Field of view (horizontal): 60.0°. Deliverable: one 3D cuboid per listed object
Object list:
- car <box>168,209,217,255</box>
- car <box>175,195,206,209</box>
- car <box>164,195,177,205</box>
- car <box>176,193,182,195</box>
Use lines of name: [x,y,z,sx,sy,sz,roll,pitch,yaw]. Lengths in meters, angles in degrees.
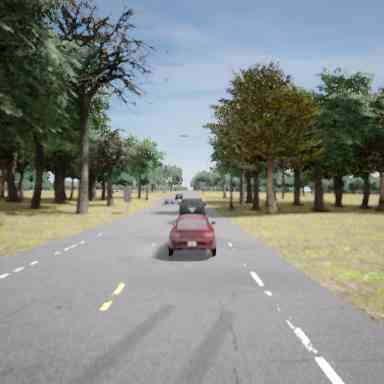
car: [0.028,1.667,13.900,1.812,1.442,4.674,0,0,1]
car: [0.015,1.488,27.558,2.150,2.045,5.566,0,0,0]
car: [-4.506,1.840,66.012,2.128,1.511,4.902,0,0,-6]
car: [-3.345,1.305,85.203,2.150,2.045,5.566,0,0,-2]
